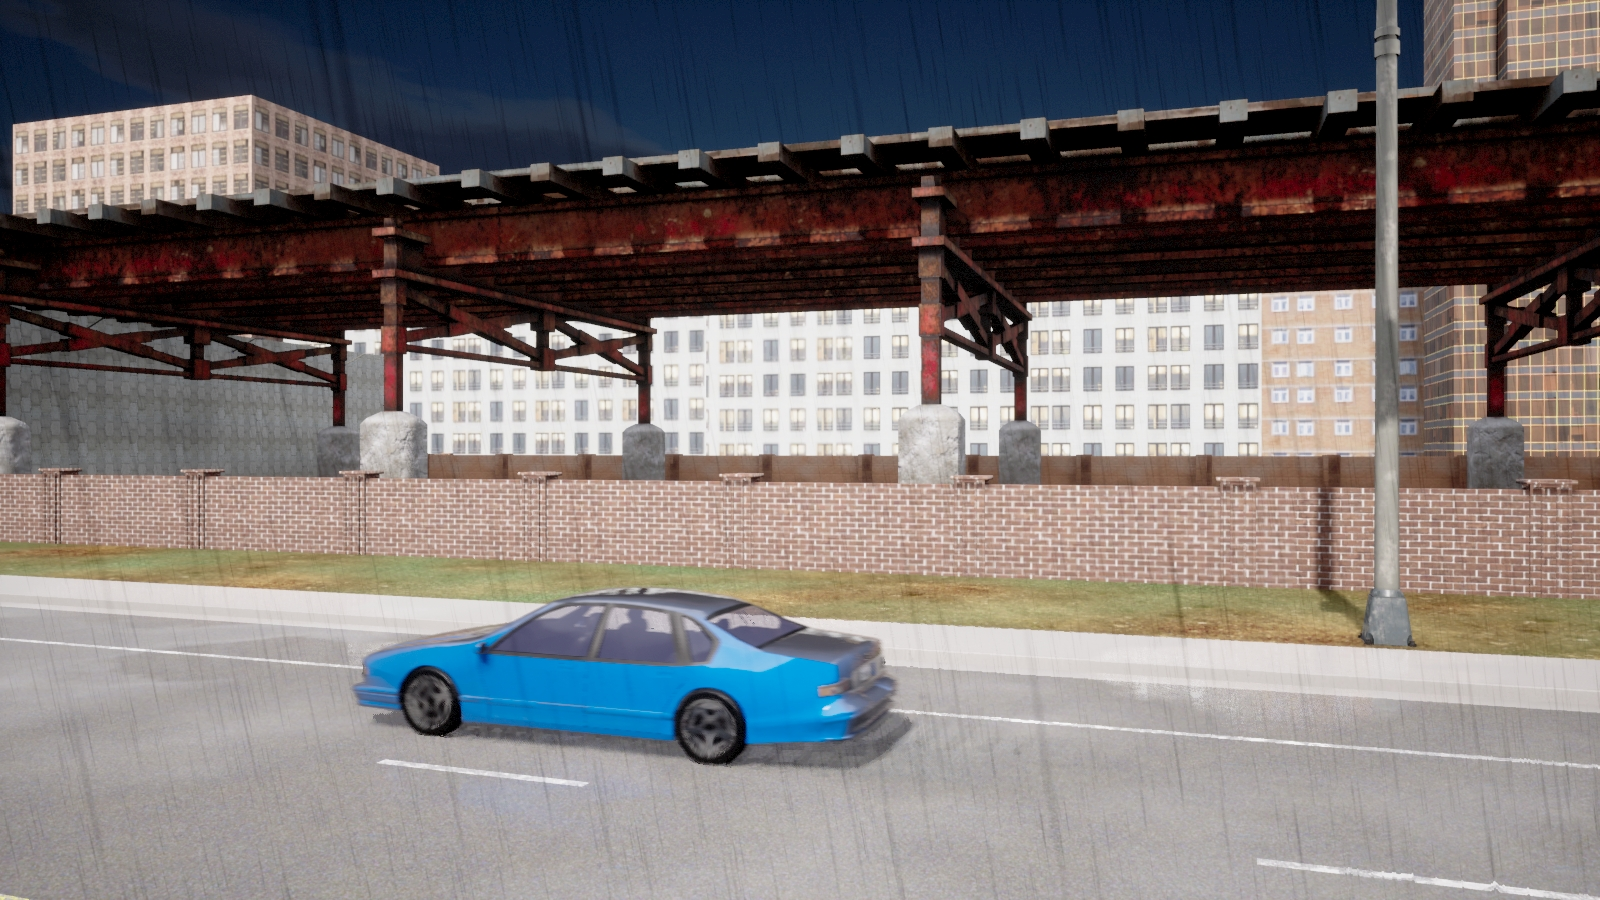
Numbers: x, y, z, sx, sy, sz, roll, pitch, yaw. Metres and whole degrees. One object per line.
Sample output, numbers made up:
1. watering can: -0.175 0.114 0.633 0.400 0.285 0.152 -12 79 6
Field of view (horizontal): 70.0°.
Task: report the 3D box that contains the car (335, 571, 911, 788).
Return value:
1. car: -1.752 2.106 11.382 5.357 1.411 2.033 0 0 20
